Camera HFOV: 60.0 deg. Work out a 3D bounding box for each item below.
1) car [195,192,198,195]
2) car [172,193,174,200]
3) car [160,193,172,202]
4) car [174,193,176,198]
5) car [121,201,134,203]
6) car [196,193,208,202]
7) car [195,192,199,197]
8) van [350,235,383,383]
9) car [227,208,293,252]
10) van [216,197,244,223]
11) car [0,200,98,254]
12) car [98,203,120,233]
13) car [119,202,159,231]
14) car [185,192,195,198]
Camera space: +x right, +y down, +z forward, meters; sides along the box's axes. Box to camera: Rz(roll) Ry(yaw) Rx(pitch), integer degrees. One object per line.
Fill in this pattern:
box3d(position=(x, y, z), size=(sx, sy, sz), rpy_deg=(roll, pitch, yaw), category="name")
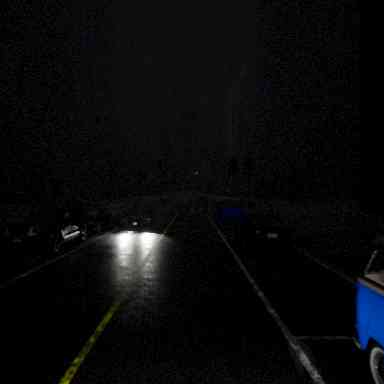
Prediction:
box3d(position=(2.427, 1.357, 88.622), size=(2.008, 1.369, 4.403), rpy_deg=(0, 0, -1), category="car")
box3d(position=(-5.996, 1.379, 77.208), size=(2.008, 1.369, 4.403), rpy_deg=(0, 0, -1), category="car")
box3d(position=(-5.951, 1.389, 72.216), size=(2.008, 1.369, 4.403), rpy_deg=(0, 0, -1), category="car")
box3d(position=(-6.127, 1.367, 91.779), size=(1.947, 1.339, 4.313), rpy_deg=(0, 0, -1), category="car")
box3d(position=(-5.762, 1.468, 24.350), size=(1.752, 1.417, 4.829), rpy_deg=(0, 0, 0), category="car")
box3d(position=(2.574, 1.388, 72.289), size=(2.008, 1.369, 4.403), rpy_deg=(0, 0, -1), category="car")
box3d(position=(2.475, 1.361, 83.178), size=(1.887, 1.381, 4.507), rpy_deg=(0, 0, -1), category="car")
box3d(position=(2.761, 1.335, 2.471), size=(1.690, 1.788, 3.998), rpy_deg=(0, 0, 0), category="van")
box3d(position=(2.762, 1.533, 13.497), size=(1.947, 1.339, 4.313), rpy_deg=(0, 0, 0), category="car")
box3d(position=(2.763, 1.283, 24.521), size=(1.690, 1.788, 3.998), rpy_deg=(0, 0, 0), category="van")
box3d(position=(-5.764, 1.283, 13.494), size=(2.192, 1.841, 5.009), rpy_deg=(0, 0, 0), category="car")
box3d(position=(-5.763, 1.506, 19.007), size=(2.008, 1.369, 4.403), rpy_deg=(0, 0, 0), category="car")
box3d(position=(-3.093, 1.516, 20.006), size=(1.994, 1.385, 4.181), rpy_deg=(0, 0, 0), category="car")
box3d(position=(-0.394, 1.087, 95.301), size=(1.882, 1.535, 5.008), rpy_deg=(0, 0, -1), category="car")
